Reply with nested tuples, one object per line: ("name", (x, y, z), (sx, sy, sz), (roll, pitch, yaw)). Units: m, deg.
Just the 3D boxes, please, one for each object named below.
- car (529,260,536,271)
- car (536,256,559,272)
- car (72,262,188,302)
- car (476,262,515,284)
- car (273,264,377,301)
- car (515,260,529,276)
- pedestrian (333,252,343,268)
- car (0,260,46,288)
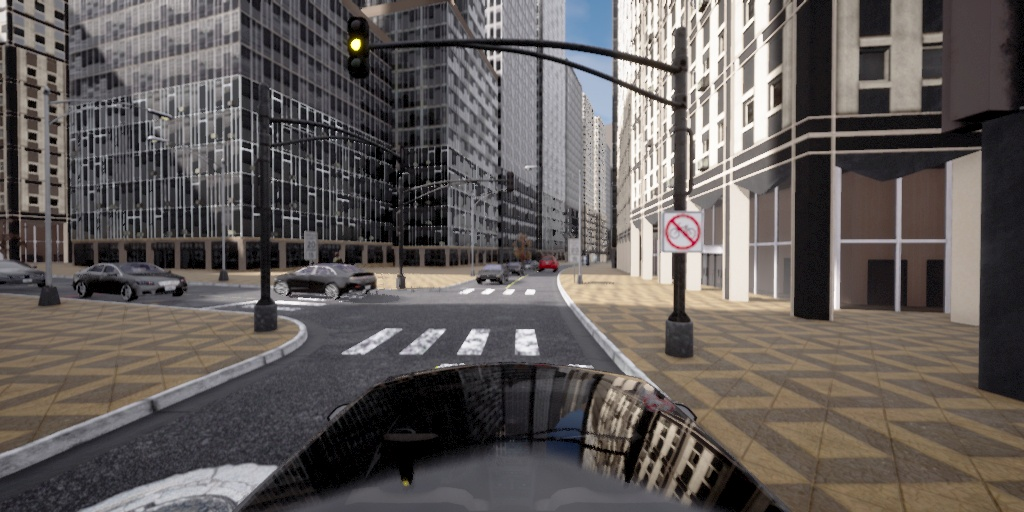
("car", (2.554, 1.296, 49.980), (2.128, 1.511, 4.902), (0, 0, 12))
("car", (4.902, 1.022, 46.987), (2.150, 2.045, 5.566), (0, 0, 12))
("car", (-16.362, 1.022, 15.395), (4.902, 1.511, 2.128), (1, 1, 16))
("car", (-1.301, 1.287, 26.766), (2.033, 1.411, 5.357), (0, 0, 7))
("car", (-8.463, 1.092, 16.167), (4.902, 1.511, 2.128), (1, 1, 20))
("car", (0.193, 1.309, 37.445), (2.033, 1.411, 5.357), (0, 0, 9))
("pedestrian", (-9.513, 0.688, 19.489), (0.375, 1.860, 0.375), (0, 0, 16))
("car", (-25.922, 0.915, 18.197), (4.674, 1.442, 1.812), (1, 1, 17))
